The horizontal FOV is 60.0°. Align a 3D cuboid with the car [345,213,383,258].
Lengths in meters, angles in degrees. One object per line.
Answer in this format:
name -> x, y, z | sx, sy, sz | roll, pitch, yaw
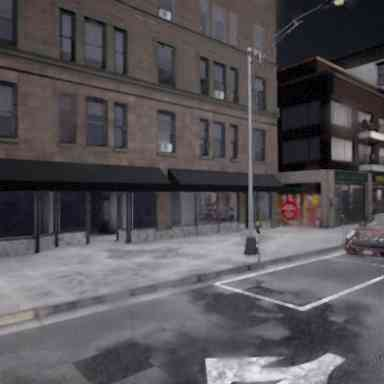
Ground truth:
car -> 7.514, 1.533, 12.602 | 4.097, 1.590, 1.967 | 0, -1, -40
